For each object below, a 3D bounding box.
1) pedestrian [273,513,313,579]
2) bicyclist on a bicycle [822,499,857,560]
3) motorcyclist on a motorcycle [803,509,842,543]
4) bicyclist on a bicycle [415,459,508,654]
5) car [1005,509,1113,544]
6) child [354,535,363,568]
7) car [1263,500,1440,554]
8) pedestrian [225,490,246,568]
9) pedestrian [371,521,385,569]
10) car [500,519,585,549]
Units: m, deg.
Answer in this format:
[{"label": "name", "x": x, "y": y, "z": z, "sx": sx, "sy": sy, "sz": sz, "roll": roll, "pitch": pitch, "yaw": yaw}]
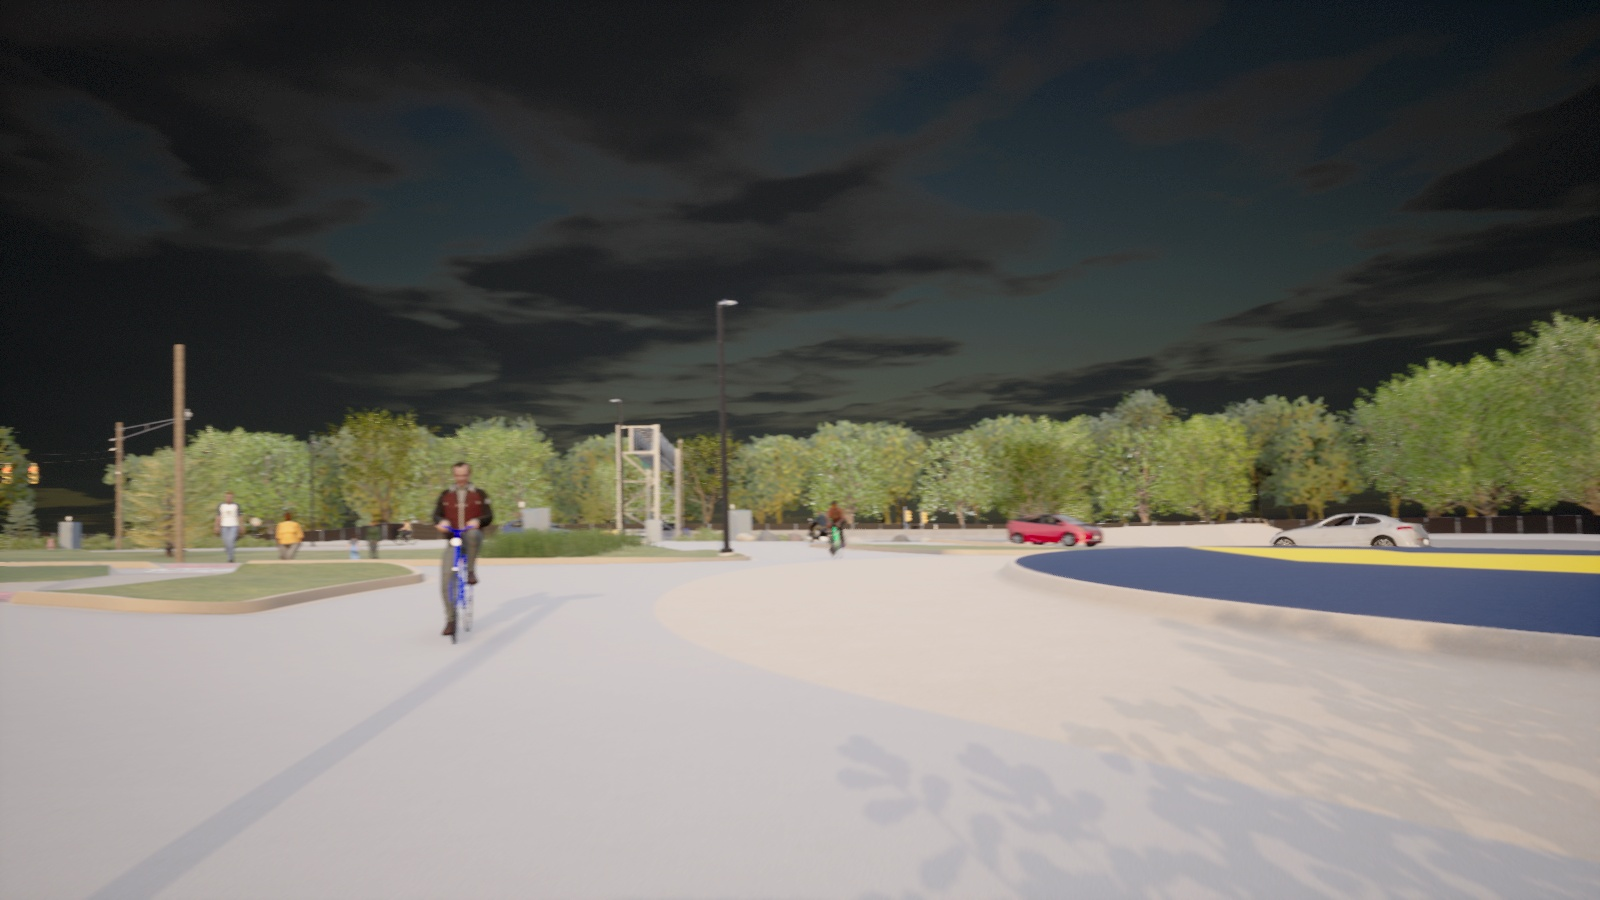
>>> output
[{"label": "pedestrian", "x": -14.850, "y": 2.803, "z": 36.788, "sx": 0.874, "sy": 1.855, "sz": 0.900, "roll": -2, "pitch": -4, "yaw": -9}, {"label": "bicyclist on a bicycle", "x": 1.100, "y": 2.203, "z": 34.725, "sx": 0.582, "sy": 1.620, "sz": 1.656, "roll": -4, "pitch": -5, "yaw": 12}, {"label": "motorcyclist on a motorcycle", "x": 1.071, "y": 3.675, "z": 60.372, "sx": 0.866, "sy": 1.590, "sz": 1.817, "roll": 0, "pitch": -4, "yaw": -39}, {"label": "bicyclist on a bicycle", "x": -3.335, "y": 1.019, "z": 12.515, "sx": 0.659, "sy": 1.776, "sz": 1.843, "roll": -2, "pitch": -2, "yaw": -9}, {"label": "car", "x": 11.837, "y": 3.539, "z": 57.618, "sx": 2.007, "sy": 1.525, "sz": 4.514, "roll": 4, "pitch": -5, "yaw": -43}, {"label": "child", "x": -17.445, "y": 4.014, "z": 49.659, "sx": 0.270, "sy": 1.263, "sz": 0.437, "roll": -2, "pitch": -4, "yaw": -12}, {"label": "car", "x": 18.683, "y": 2.671, "z": 42.717, "sx": 5.027, "sy": 1.651, "sz": 2.152, "roll": -5, "pitch": -9, "yaw": 44}, {"label": "pedestrian", "x": -13.567, "y": 1.897, "z": 30.197, "sx": 0.354, "sy": 1.836, "sz": 0.706, "roll": -1, "pitch": -4, "yaw": -17}, {"label": "pedestrian", "x": -16.446, "y": 3.688, "z": 48.896, "sx": 0.353, "sy": 1.847, "sz": 0.614, "roll": -2, "pitch": -4, "yaw": -6}, {"label": "car", "x": -13.668, "y": 4.471, "z": 66.655, "sx": 4.193, "sy": 1.474, "sz": 1.816, "roll": -3, "pitch": -4, "yaw": 28}]
